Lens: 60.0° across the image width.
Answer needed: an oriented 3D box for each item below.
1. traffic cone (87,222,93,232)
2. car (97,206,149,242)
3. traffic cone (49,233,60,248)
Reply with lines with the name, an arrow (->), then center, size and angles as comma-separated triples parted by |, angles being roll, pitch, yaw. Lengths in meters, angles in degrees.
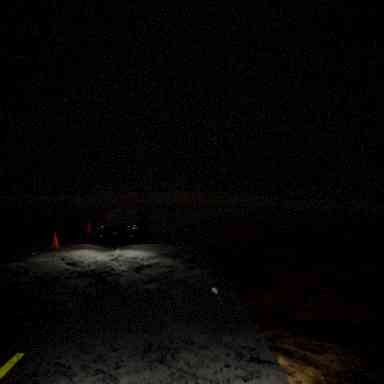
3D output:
traffic cone -> -5.785, 1.969, 18.763 | 0.340, 0.580, 0.340 | 0, 0, 1
car -> -3.305, 1.490, 16.607 | 1.882, 1.535, 5.008 | 0, 0, -1
traffic cone -> -5.573, 1.952, 13.526 | 0.340, 0.580, 0.340 | 0, 0, -5
